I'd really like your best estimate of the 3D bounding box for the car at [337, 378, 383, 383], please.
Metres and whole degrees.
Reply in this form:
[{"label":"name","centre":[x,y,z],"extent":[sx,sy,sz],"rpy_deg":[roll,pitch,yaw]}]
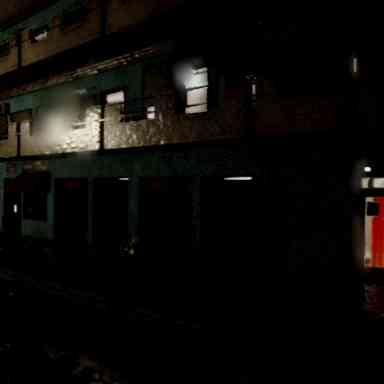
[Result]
[{"label":"car","centre":[2.421,1.590,1.135],"extent":[4.206,1.307,1.802],"rpy_deg":[0,1,35]}]
